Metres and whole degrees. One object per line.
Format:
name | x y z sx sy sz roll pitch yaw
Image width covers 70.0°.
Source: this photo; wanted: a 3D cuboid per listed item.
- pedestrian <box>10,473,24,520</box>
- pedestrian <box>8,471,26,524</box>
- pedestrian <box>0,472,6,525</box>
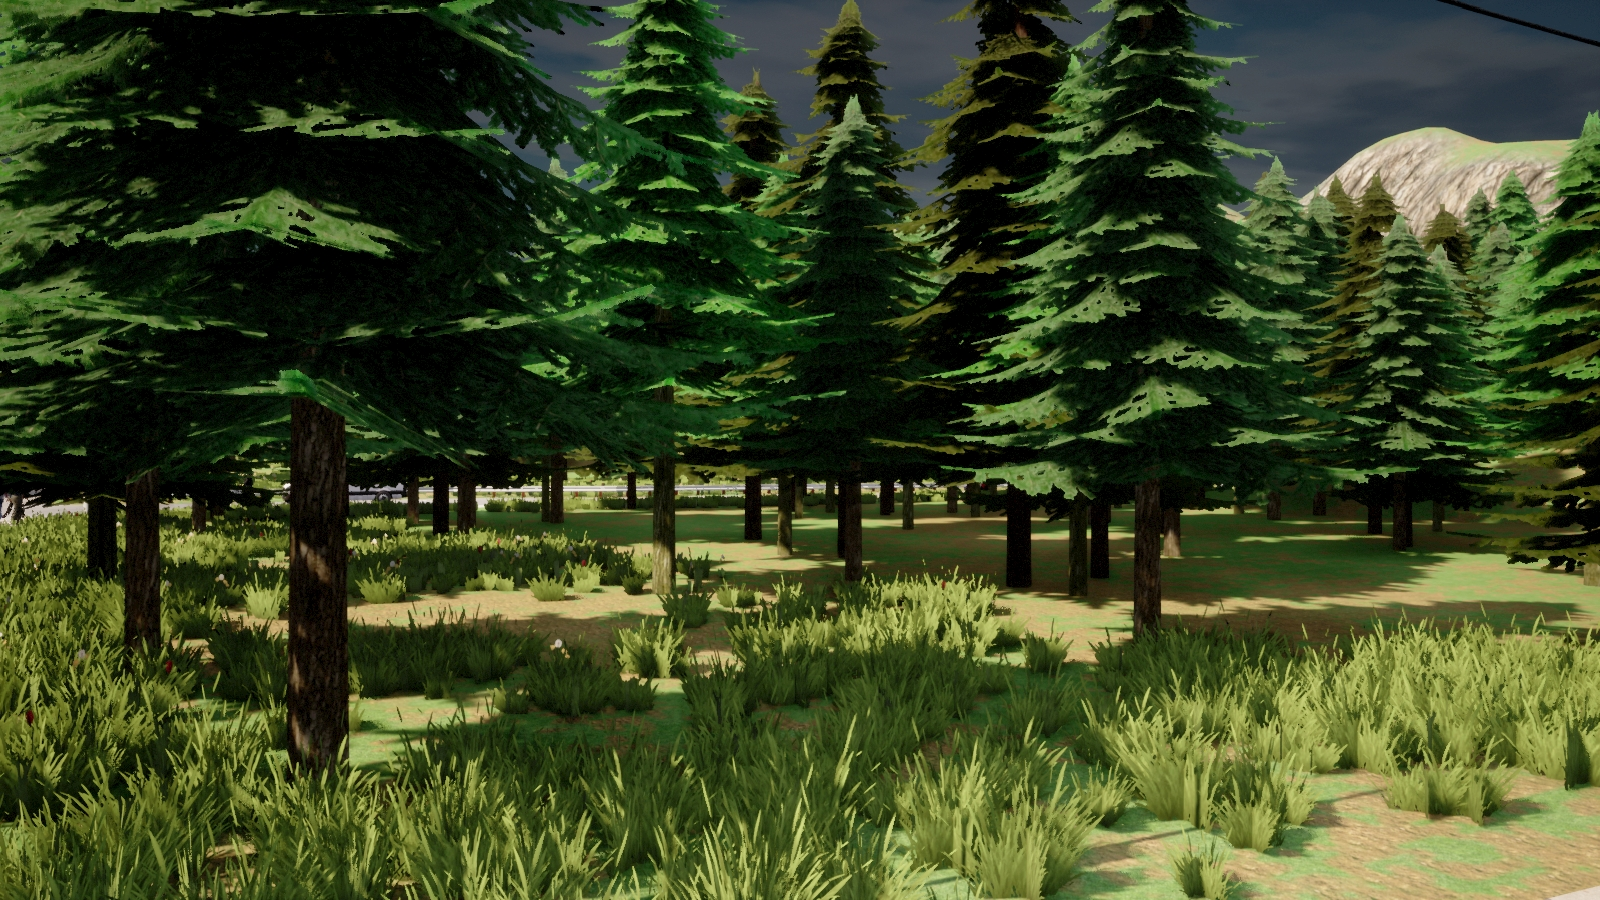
pedestrian | -31.273 1.838 45.636 0.375 1.860 0.375 0 0 -24
pedestrian | -27.893 1.694 40.694 0.375 1.860 0.375 0 0 22
pedestrian | -28.169 1.694 40.105 0.375 1.860 0.375 0 0 40
